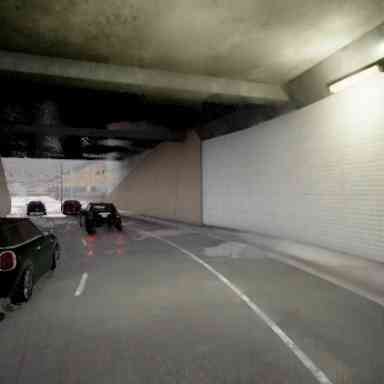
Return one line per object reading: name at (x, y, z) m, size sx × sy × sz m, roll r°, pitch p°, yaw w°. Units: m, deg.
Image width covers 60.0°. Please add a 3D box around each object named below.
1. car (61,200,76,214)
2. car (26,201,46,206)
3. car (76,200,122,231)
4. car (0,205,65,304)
car at (-13.418, 1.618, 37.023) m, size 1.882 × 1.535 × 5.008 m, roll -1°, pitch 0°, yaw -26°
car at (-17.234, 1.703, 36.867) m, size 1.812 × 1.442 × 4.674 m, roll -1°, pitch 0°, yaw -26°
car at (-5.982, 1.417, 21.407) m, size 2.097 × 1.767 × 4.553 m, roll -1°, pitch 0°, yaw -24°
car at (-4.730, 1.400, 8.224) m, size 2.097 × 1.767 × 4.553 m, roll -1°, pitch 0°, yaw -12°
